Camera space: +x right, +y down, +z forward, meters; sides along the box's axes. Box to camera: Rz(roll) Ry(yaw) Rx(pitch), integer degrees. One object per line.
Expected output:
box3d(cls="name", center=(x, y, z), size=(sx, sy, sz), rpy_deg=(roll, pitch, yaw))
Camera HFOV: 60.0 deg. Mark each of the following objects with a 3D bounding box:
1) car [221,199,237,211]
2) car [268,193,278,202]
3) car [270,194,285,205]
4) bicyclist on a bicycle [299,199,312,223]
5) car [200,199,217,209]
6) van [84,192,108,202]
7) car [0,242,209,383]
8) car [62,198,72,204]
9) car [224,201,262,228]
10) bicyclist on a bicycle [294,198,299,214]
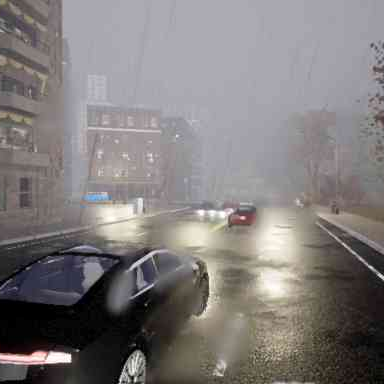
box3d(cls="car", center=(4.710, 1.588, 40.956), size=(1.895, 1.301, 4.718), rpy_deg=(0, 0, 13))
box3d(cls="car", center=(17.685, 1.180, 71.869), size=(2.150, 2.045, 5.566), rpy_deg=(0, 0, 10))
box3d(cls="car", center=(15.407, 1.568, 59.396), size=(1.895, 1.301, 4.718), rpy_deg=(0, 0, 11))
box3d(cls="bicyclist on a bicycle", center=(8.131, 1.363, 23.483), size=(0.659, 1.776, 1.843), rpy_deg=(0, 0, 14))
box3d(cls="car", center=(2.278, 1.587, 44.773), size=(1.895, 1.301, 4.718), rpy_deg=(0, 0, 10))
box3d(cls="van", center=(-16.558, 0.886, 57.838), size=(3.998, 1.788, 1.690), rpy_deg=(1, -1, -17))
box3d(cls="car", center=(-1.065, 1.491, 4.867), size=(2.128, 1.511, 4.902), rpy_deg=(0, 0, 16))
box3d(cls="car", center=(-19.650, 1.110, 48.161), size=(4.206, 1.307, 1.802), rpy_deg=(1, -1, -17))
box3d(cls="car", center=(3.598, 1.559, 22.097), size=(1.994, 1.385, 4.181), rpy_deg=(0, 0, 14))
box3d(cls="bicyclist on a bicycle", center=(10.533, 1.423, 33.131), size=(0.866, 1.612, 1.509), rpy_deg=(0, 0, 13))
